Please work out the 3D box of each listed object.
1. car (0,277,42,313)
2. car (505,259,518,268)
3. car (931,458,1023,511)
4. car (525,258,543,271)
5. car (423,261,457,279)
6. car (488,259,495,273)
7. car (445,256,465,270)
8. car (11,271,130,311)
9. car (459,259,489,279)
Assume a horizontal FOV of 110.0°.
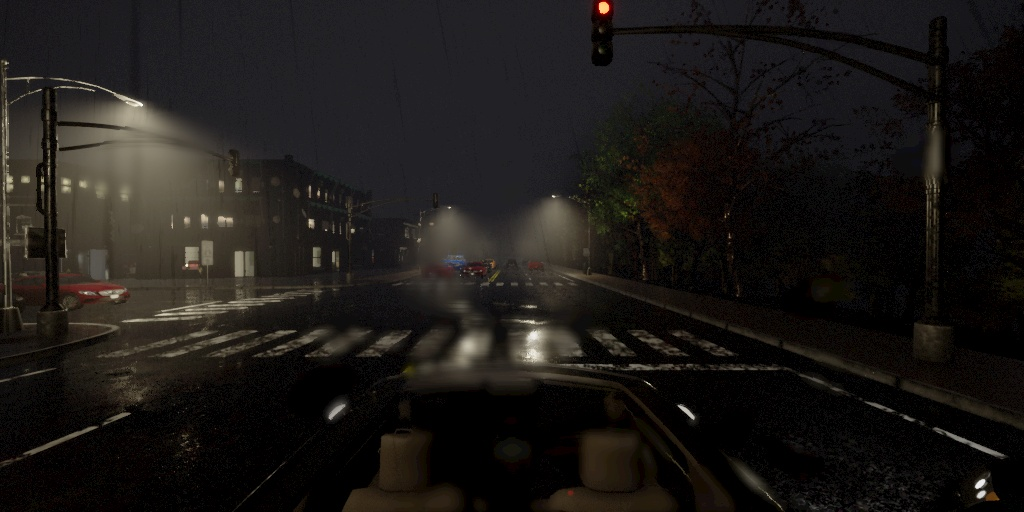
[{"bbox_3d":[-19.971,1.565,12.541,4.313,1.339,1.948,0,0,0],"label":"car"},{"bbox_3d":[-0.036,1.231,62.047,1.837,1.490,4.892,0,0,0],"label":"car"},{"bbox_3d":[3.356,1.314,0.228,1.994,1.385,4.181,0,0,0],"label":"car"},{"bbox_3d":[3.240,1.210,50.083,1.882,1.535,5.008,0,0,0],"label":"car"},{"bbox_3d":[-6.662,1.341,32.886,1.895,1.301,4.718,0,0,2],"label":"car"},{"bbox_3d":[-3.425,1.241,43.174,1.837,1.490,4.892,0,0,0],"label":"car"},{"bbox_3d":[-6.678,0.957,42.791,2.150,2.045,5.566,0,0,0],"label":"car"},{"bbox_3d":[-19.166,1.488,15.238,4.674,1.442,1.812,-1,1,1],"label":"car"},{"bbox_3d":[-3.412,1.266,33.107,1.812,1.442,4.674,0,0,0],"label":"car"}]
